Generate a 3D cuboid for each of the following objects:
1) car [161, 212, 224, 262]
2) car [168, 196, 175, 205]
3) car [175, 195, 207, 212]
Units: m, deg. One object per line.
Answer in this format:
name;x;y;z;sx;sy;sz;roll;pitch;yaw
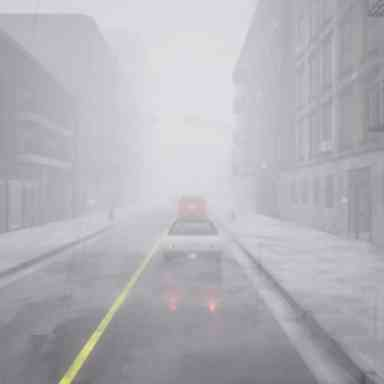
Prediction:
car;0.038;1.617;12.079;1.895;1.301;4.718;0;0;0
car;-3.042;1.570;59.007;1.837;1.490;4.892;0;0;1
car;0.033;1.257;26.551;2.150;2.045;5.566;0;0;0
